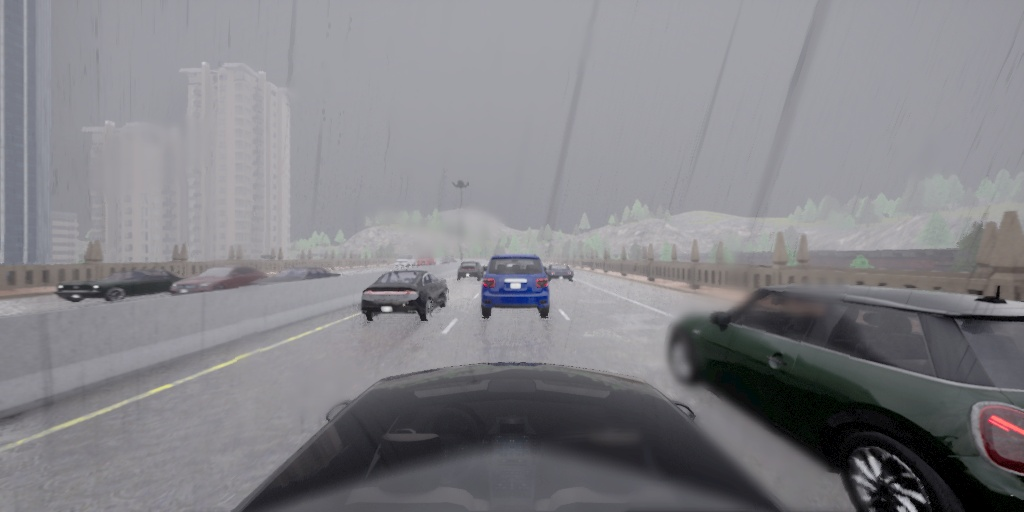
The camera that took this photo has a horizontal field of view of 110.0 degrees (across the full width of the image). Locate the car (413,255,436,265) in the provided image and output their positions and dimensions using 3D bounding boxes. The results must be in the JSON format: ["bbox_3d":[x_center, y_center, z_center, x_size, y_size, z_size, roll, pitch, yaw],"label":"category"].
[{"bbox_3d":[-14.020,0.872,59.128,2.150,2.045,5.566,0,0,1],"label":"car"}]

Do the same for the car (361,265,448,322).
[{"bbox_3d":[-3.397,1.220,12.146,2.128,1.511,4.902,0,0,0],"label":"car"}]

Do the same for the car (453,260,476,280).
[{"bbox_3d":[-3.394,1.197,29.904,1.837,1.490,4.892,0,0,0],"label":"car"}]

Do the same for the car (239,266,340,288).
[{"bbox_3d":[-10.597,1.263,18.088,2.033,1.411,5.357,0,0,0],"label":"car"}]

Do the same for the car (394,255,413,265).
[{"bbox_3d":[-17.516,0.872,59.043,2.150,2.045,5.566,0,0,1],"label":"car"}]

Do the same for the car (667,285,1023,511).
[{"bbox_3d":[3.605,1.098,4.083,2.097,1.767,4.553,0,0,0],"label":"car"}]

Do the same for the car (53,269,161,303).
[{"bbox_3d":[-17.596,1.318,16.686,1.895,1.301,4.718,0,0,0],"label":"car"}]

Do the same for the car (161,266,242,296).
[{"bbox_3d":[-14.096,1.241,17.754,1.812,1.442,4.674,0,0,0],"label":"car"}]

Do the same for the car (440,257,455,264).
[{"bbox_3d":[-10.528,1.004,59.373,2.097,1.767,4.553,0,0,1],"label":"car"}]

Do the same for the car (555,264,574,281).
[{"bbox_3d":[3.606,1.296,28.554,1.895,1.301,4.718,0,0,0],"label":"car"}]

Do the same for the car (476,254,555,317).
[{"bbox_3d":[0.102,0.948,13.087,2.150,2.045,5.566,0,0,0],"label":"car"}]
